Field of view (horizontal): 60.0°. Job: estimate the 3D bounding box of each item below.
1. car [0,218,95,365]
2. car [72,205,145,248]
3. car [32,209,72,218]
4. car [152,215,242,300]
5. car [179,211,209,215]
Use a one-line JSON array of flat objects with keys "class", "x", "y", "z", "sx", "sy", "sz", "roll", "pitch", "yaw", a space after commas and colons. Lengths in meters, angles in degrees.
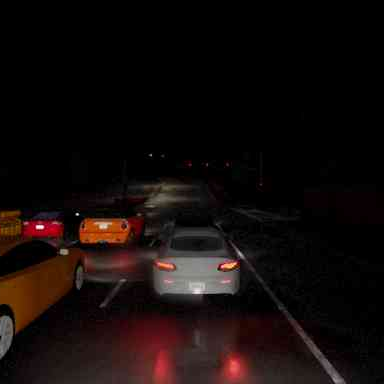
[{"class": "car", "x": -3.403, "y": 1.478, "z": 5.749, "sx": 1.882, "sy": 1.535, "sz": 5.008, "roll": 0, "pitch": 0, "yaw": 0}, {"class": "car", "x": -3.406, "y": 1.352, "z": 14.922, "sx": 2.097, "sy": 1.767, "sz": 4.553, "roll": 0, "pitch": 0, "yaw": 0}, {"class": "car", "x": -6.906, "y": 1.564, "z": 17.118, "sx": 1.994, "sy": 1.385, "sz": 4.181, "roll": 0, "pitch": 0, "yaw": 0}, {"class": "car", "x": 0.094, "y": 1.526, "z": 8.273, "sx": 1.812, "sy": 1.442, "sz": 4.674, "roll": 0, "pitch": 0, "yaw": 0}, {"class": "car", "x": 0.094, "y": 1.601, "z": 17.162, "sx": 1.895, "sy": 1.301, "sz": 4.718, "roll": 0, "pitch": 0, "yaw": 0}]
